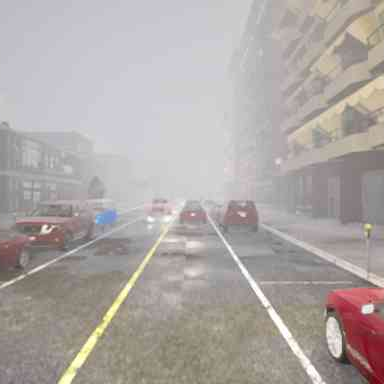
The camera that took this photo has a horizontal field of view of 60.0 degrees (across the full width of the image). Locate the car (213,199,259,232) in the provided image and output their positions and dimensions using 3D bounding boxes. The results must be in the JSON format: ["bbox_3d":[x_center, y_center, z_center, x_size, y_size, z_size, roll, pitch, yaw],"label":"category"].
[{"bbox_3d":[2.695,1.316,20.002,2.192,1.841,5.009,1,0,0],"label":"car"}]

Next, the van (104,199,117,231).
[{"bbox_3d":[-5.656,1.342,19.937,1.690,1.788,3.998,1,0,0],"label":"van"}]

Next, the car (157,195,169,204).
[{"bbox_3d":[-5.682,1.455,65.431,1.967,1.590,4.097,1,0,0],"label":"car"}]

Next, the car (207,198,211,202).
[{"bbox_3d":[2.684,1.569,31.376,1.947,1.339,4.313,1,0,0],"label":"car"}]

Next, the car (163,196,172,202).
[{"bbox_3d":[-5.691,1.604,76.805,1.802,1.307,4.206,1,0,0],"label":"car"}]

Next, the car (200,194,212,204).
[{"bbox_3d":[2.667,1.330,65.496,2.192,1.841,5.009,1,0,0],"label":"car"}]

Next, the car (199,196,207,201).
[{"bbox_3d":[2.652,1.592,82.555,1.947,1.339,4.313,1,0,0],"label":"car"}]

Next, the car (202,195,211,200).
[{"bbox_3d":[2.670,1.561,54.122,2.008,1.369,4.403,1,0,0],"label":"car"}]

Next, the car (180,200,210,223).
[{"bbox_3d":[0.083,1.566,25.529,1.994,1.385,4.181,0,0,0],"label":"car"}]

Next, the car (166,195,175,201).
[{"bbox_3d":[-5.698,1.596,88.178,1.947,1.339,4.313,1,0,0],"label":"car"}]

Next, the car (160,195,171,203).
[{"bbox_3d":[-5.686,1.458,71.119,1.967,1.590,4.097,1,0,0],"label":"car"}]

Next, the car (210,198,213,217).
[{"bbox_3d":[2.689,1.442,25.689,1.967,1.590,4.097,1,0,0],"label":"car"}]

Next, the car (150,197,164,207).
[{"bbox_3d":[-5.676,1.535,53.889,1.752,1.417,4.829,1,0,0],"label":"car"}]

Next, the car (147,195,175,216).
[{"bbox_3d":[-3.069,1.355,32.460,2.097,1.767,4.553,0,0,1],"label":"car"}]

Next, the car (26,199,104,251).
[{"bbox_3d":[-5.668,1.315,14.250,2.192,1.841,5.009,1,0,0],"label":"car"}]

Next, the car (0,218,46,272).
[{"bbox_3d":[-5.690,1.582,8.564,1.802,1.307,4.206,1,0,0],"label":"car"}]

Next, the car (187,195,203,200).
[{"bbox_3d":[0.072,1.484,44.314,1.882,1.535,5.008,0,0,0],"label":"car"}]

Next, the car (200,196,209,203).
[{"bbox_3d":[2.659,1.600,71.182,1.802,1.307,4.206,1,0,0],"label":"car"}]

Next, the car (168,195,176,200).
[{"bbox_3d":[-5.701,1.585,93.866,2.008,1.369,4.403,1,0,0],"label":"car"}]

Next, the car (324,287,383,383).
[{"bbox_3d":[2.701,1.545,2.943,1.887,1.381,4.507,1,0,0],"label":"car"}]
